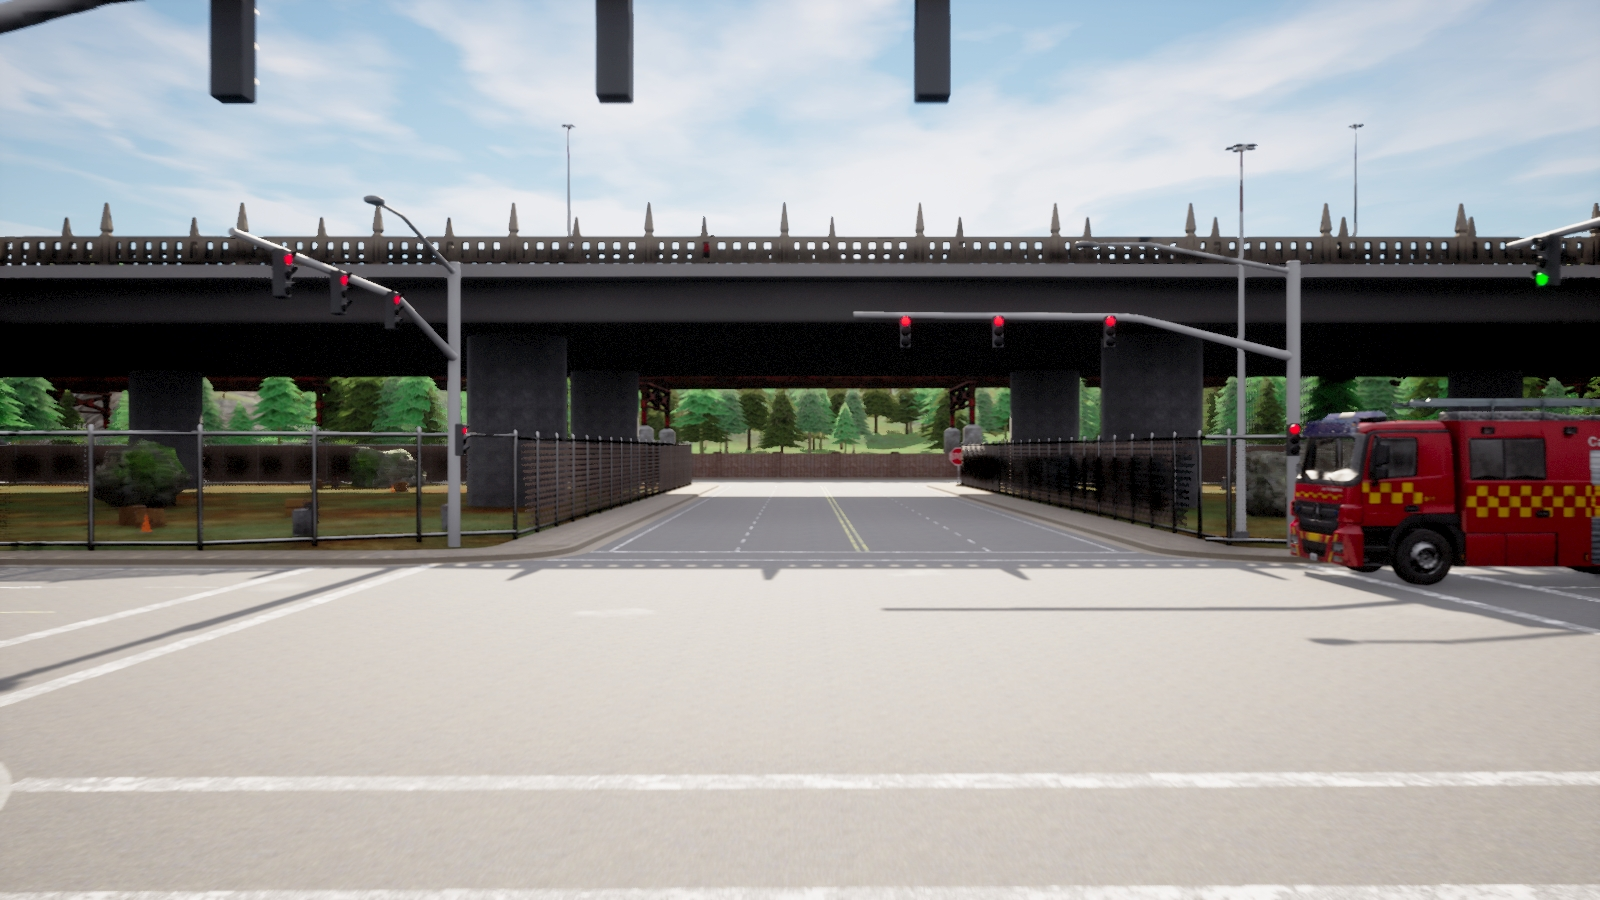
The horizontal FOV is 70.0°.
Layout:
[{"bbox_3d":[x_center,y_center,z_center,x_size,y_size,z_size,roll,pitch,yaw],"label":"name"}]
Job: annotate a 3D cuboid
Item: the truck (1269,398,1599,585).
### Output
[{"bbox_3d":[15.016,0.839,24.798,8.468,3.827,2.891,0,0,0],"label":"truck"}]
